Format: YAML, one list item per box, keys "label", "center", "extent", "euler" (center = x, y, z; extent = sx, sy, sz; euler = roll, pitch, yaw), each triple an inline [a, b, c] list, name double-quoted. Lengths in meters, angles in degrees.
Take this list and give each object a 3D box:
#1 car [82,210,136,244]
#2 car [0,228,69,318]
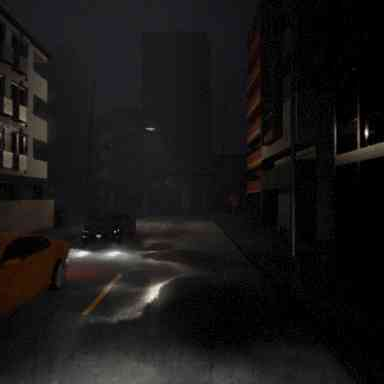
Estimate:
- label: "car"
  center: [-4.069, 1.711, 16.946]
  extent: [1.837, 1.490, 4.892]
  euler: [0, -1, 0]
- label: "car"
  center: [-4.086, 1.558, 6.519]
  extent: [1.882, 1.535, 5.008]
  euler: [0, -1, 0]
